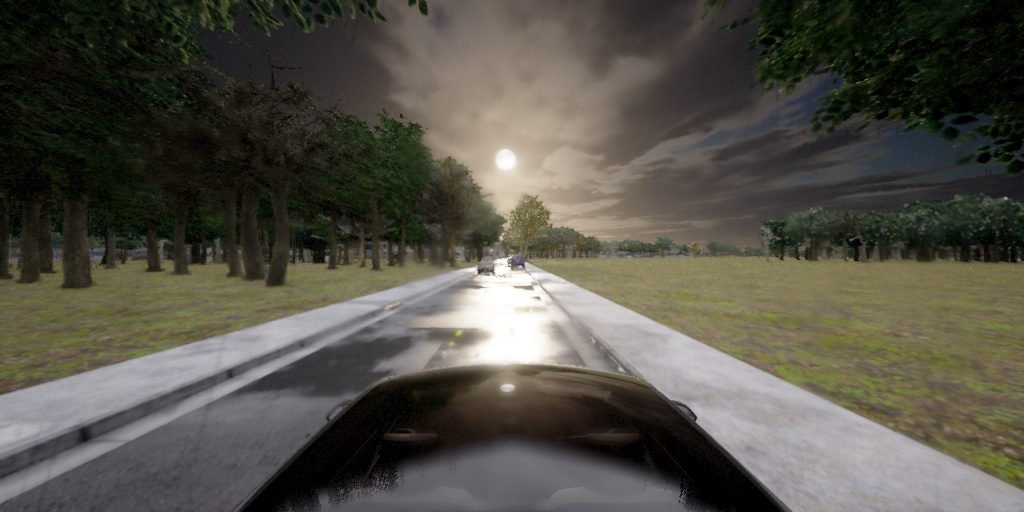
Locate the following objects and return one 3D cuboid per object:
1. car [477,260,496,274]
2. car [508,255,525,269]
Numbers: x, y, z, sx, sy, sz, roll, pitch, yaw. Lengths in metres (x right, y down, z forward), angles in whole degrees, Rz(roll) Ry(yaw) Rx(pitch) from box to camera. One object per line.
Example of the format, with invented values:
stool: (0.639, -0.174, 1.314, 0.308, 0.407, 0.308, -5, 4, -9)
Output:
car: (-2.833, 1.257, 40.522, 1.837, 1.490, 4.892, 0, 0, 0)
car: (0.877, 0.901, 56.412, 2.150, 2.045, 5.566, -5, 0, 0)
